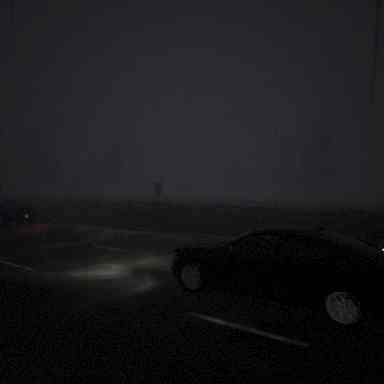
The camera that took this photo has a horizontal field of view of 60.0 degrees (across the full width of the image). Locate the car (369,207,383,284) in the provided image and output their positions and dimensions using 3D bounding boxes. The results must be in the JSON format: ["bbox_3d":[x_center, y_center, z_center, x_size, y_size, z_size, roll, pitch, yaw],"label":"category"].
[{"bbox_3d":[6.840,1.367,7.713,4.553,1.767,2.097,1,1,36],"label":"car"}]

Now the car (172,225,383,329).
[{"bbox_3d":[1.831,1.447,6.986,5.008,1.535,1.882,1,1,36],"label":"car"}]

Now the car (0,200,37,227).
[{"bbox_3d":[-11.655,1.211,20.444,5.008,1.535,1.882,1,0,31],"label":"car"}]
